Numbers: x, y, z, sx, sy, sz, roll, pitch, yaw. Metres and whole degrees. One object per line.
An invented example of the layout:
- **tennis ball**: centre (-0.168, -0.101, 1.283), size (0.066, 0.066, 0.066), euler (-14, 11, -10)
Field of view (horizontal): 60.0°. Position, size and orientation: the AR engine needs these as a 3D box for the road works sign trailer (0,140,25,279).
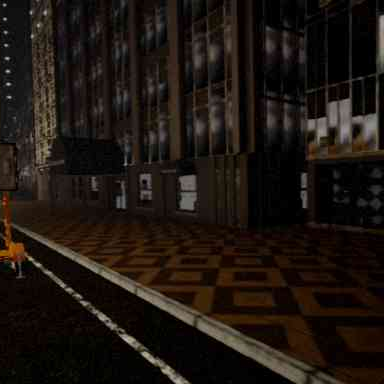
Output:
- **road works sign trailer**: centre (-5.955, 0.406, 8.834), size (2.380, 3.560, 2.880), euler (-3, 2, -35)
